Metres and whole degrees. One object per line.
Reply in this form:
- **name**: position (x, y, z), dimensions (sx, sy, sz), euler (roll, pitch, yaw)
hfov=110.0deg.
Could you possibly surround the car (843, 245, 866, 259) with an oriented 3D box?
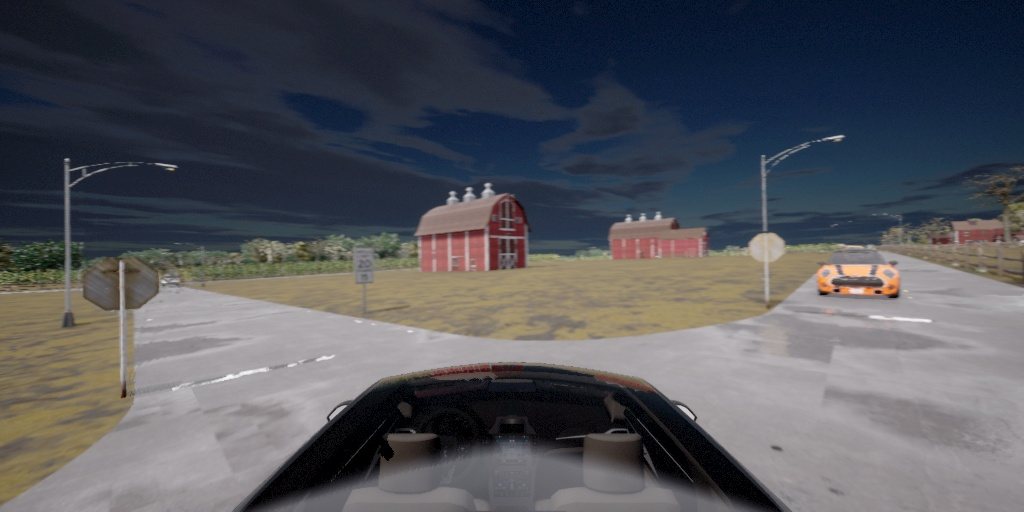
- **car**: position (40.294, -0.453, 42.197), dimensions (1.882, 1.535, 5.008), euler (-1, 1, 44)

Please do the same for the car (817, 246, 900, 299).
- **car**: position (13.199, 0.547, 13.770), dimensions (2.097, 1.767, 4.553), euler (-1, 1, 44)
